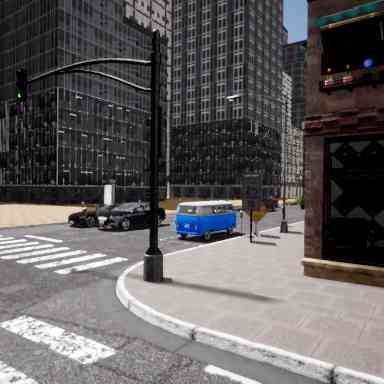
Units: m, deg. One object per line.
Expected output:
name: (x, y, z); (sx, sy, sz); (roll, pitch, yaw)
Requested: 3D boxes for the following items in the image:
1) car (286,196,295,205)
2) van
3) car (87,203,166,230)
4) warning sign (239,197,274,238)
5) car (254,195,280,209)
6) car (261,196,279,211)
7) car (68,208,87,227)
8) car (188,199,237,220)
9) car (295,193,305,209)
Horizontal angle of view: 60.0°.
car: (16.354, 1.363, 53.298); (1.752, 1.417, 4.829); (1, 1, 35)
van: (0.836, 1.368, 17.018); (1.690, 1.788, 3.998); (1, 1, 35)
car: (-3.659, 1.431, 20.695); (2.128, 1.511, 4.902); (1, 1, 35)
warning sign: (3.117, 1.177, 16.124); (1.300, 1.860, 1.060); (1, 1, 35)
car: (10.039, 1.293, 44.419); (1.967, 1.590, 4.097); (1, 1, 35)
car: (7.755, 1.429, 36.731); (1.812, 1.442, 4.674); (1, 1, 36)
car: (-5.996, 1.467, 21.879); (1.947, 1.339, 4.313); (1, 1, 35)
car: (1.861, 1.426, 28.451); (1.837, 1.490, 4.892); (1, 1, 36)
car: (15.419, 1.159, 42.093); (2.150, 2.045, 5.566); (1, 1, 36)
